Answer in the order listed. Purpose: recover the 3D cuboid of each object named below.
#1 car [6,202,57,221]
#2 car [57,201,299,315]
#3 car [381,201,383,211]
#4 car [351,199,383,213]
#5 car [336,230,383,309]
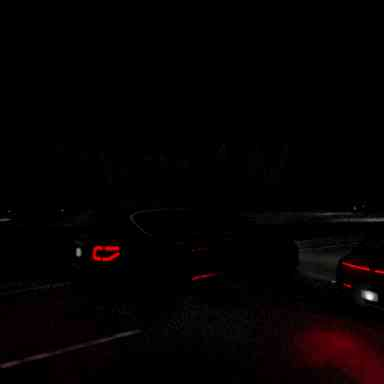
[{"bbox_3d":[-12.240,1.527,26.482,4.674,1.442,1.812,0,0,-1],"label":"car"},{"bbox_3d":[0.070,1.223,7.795,5.566,2.045,2.150,0,0,-35],"label":"car"},{"bbox_3d":[19.107,1.606,28.520,4.718,1.301,1.895,0,0,-17],"label":"car"},{"bbox_3d":[19.614,1.498,36.024,4.902,1.511,2.128,0,0,-18],"label":"car"},{"bbox_3d":[5.053,1.506,6.924,4.892,1.490,1.837,0,0,-32],"label":"car"}]
